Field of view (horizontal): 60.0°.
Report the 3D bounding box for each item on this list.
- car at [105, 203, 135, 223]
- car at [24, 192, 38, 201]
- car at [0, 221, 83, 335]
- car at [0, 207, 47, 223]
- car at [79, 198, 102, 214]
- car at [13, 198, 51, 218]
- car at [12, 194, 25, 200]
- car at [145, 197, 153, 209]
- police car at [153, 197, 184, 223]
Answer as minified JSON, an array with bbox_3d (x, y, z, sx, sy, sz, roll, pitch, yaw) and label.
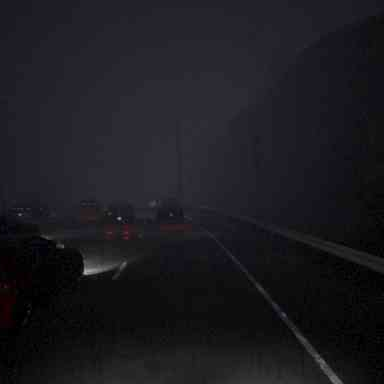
[{"bbox_3d":[-5.229,1.502,24.771,1.895,1.301,4.718,0,0,-8],"label":"car"},{"bbox_3d":[-36.946,0.949,76.476,2.150,2.045,5.566,0,0,-17],"label":"car"},{"bbox_3d":[-3.652,1.540,6.656,1.994,1.385,4.181,0,0,-2],"label":"car"},{"bbox_3d":[-7.417,1.506,12.113,2.033,1.411,5.357,0,0,-4],"label":"car"},{"bbox_3d":[-10.280,1.361,33.899,2.128,1.511,4.902,0,0,-11],"label":"car"},{"bbox_3d":[-12.479,1.399,25.895,2.128,1.511,4.902,0,0,-8],"label":"car"},{"bbox_3d":[-41.750,1.211,80.111,1.837,1.490,4.892,0,0,-17],"label":"car"},{"bbox_3d":[-4.615,1.356,41.046,1.812,1.442,4.674,0,0,-12],"label":"car"},{"bbox_3d":[-1.720,1.321,24.704,1.930,1.638,5.238,0,1,-8],"label":"police car"}]
